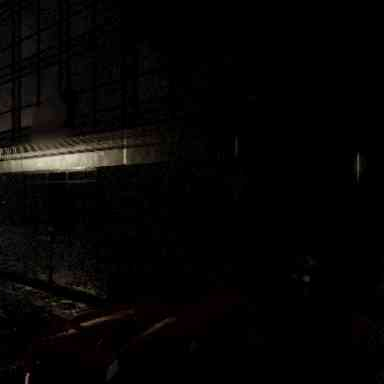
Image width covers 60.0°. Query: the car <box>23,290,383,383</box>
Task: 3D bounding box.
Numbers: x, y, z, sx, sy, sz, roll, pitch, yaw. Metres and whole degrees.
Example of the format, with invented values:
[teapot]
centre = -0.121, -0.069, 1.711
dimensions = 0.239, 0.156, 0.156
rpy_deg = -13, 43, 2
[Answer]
[car]
centre = 0.402, 1.538, 2.681
dimensions = 4.507, 1.381, 1.887
rpy_deg = 0, 0, 36
